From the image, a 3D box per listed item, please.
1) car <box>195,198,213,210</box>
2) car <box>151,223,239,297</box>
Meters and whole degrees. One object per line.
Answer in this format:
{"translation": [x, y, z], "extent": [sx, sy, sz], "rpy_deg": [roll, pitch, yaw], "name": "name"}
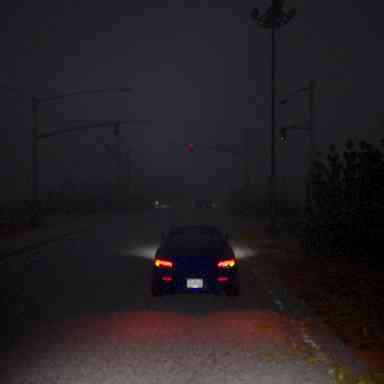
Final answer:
{"translation": [1.454, 1.358, 39.149], "extent": [1.895, 1.301, 4.718], "rpy_deg": [0, 3, 5], "name": "car"}
{"translation": [0.074, 1.504, 8.402], "extent": [1.812, 1.442, 4.674], "rpy_deg": [0, 0, 1], "name": "car"}
